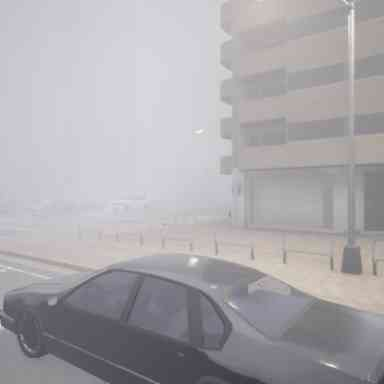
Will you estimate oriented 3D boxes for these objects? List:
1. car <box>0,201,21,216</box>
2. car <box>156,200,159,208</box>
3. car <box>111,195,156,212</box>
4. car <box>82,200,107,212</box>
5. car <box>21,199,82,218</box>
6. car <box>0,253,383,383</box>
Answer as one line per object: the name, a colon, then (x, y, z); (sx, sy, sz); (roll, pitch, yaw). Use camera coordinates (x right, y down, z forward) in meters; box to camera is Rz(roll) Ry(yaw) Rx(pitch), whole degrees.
car: (-18.265, 1.617, 31.615); (2.128, 1.511, 4.902); (0, 0, 36)
car: (-6.849, 1.620, 47.842); (2.128, 1.511, 4.902); (0, 0, 35)
car: (-7.396, 1.342, 41.000); (2.150, 2.045, 5.566); (0, 0, 35)
car: (-12.658, 1.675, 39.591); (2.033, 1.411, 5.357); (0, 0, 35)
car: (-13.502, 1.471, 32.273); (2.097, 1.767, 4.553); (0, 0, 35)
car: (-0.345, 1.553, 4.253); (5.357, 1.411, 2.033); (0, 0, 36)
